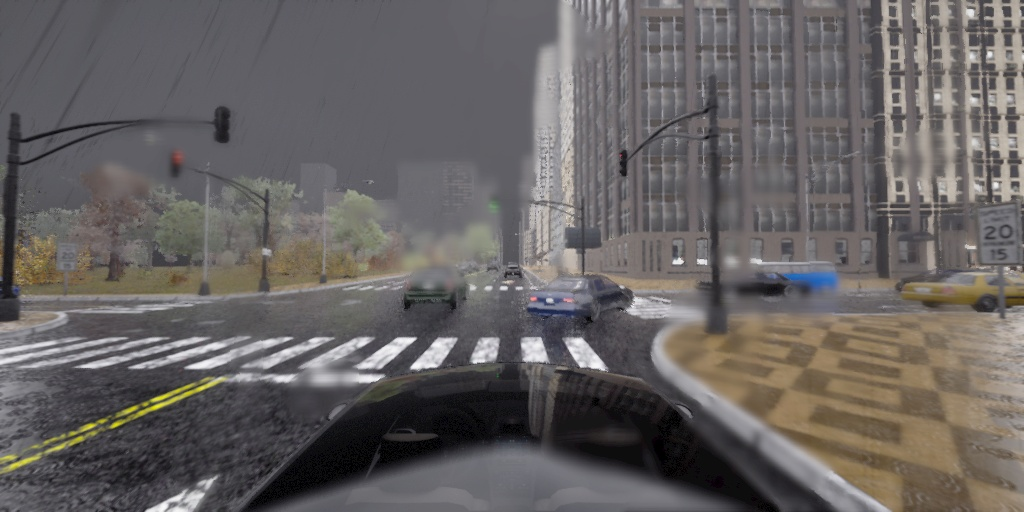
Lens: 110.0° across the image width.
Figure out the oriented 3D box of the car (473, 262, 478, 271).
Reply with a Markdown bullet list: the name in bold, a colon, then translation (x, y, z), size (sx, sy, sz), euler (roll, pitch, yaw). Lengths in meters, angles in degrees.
- **car**: translation (-6.494, 1.679, 50.306), size (2.128, 1.511, 4.902), euler (0, -1, 0)

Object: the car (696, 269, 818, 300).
- **car**: translation (11.711, 1.426, 17.601), size (4.718, 1.301, 1.895), euler (0, -2, 0)

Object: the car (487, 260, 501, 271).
- **car**: translation (-3.243, 1.821, 61.064), size (1.837, 1.490, 4.892), euler (0, -1, 0)

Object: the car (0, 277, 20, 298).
- **car**: translation (-23.144, 1.130, 14.038), size (5.566, 2.045, 2.150), euler (0, -2, -1)

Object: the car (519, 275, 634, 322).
- **car**: translation (2.596, 1.359, 12.575), size (2.033, 1.411, 5.357), euler (-2, -1, 36)

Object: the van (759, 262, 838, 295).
- **van**: translation (15.944, 1.235, 20.228), size (3.998, 1.789, 1.690), euler (0, 0, -1)

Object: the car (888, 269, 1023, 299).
- **car**: translation (21.745, 1.338, 17.712), size (4.181, 1.385, 1.994), euler (0, -2, -1)

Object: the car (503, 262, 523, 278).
- **car**: translation (0.104, 1.575, 39.307), size (1.837, 1.490, 4.892), euler (0, -1, 0)

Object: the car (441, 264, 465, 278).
- **car**: translation (-6.565, 1.643, 40.108), size (1.994, 1.385, 4.181), euler (0, -1, 0)

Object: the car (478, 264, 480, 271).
- **car**: translation (-6.493, 1.816, 60.720), size (1.837, 1.490, 4.892), euler (0, -1, 0)

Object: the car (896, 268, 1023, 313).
- **car**: translation (16.324, 1.138, 12.211), size (4.829, 1.417, 1.751), euler (0, 0, -1)

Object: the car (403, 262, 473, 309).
- **car**: translation (-3.148, 1.212, 15.745), size (2.097, 1.767, 4.553), euler (0, -1, 0)
